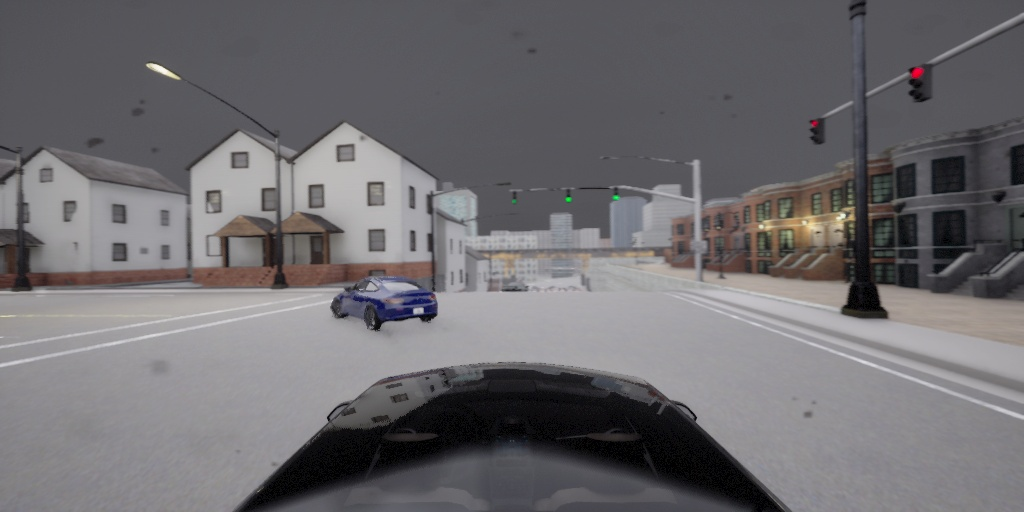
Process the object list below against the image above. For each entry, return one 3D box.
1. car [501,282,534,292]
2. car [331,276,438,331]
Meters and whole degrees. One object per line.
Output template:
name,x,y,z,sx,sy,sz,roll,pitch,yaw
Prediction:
car,0.400,2.943,30.221,2.097,1.767,4.553,-2,-13,7
car,-4.129,1.361,11.449,1.812,1.442,4.674,0,-1,-43
